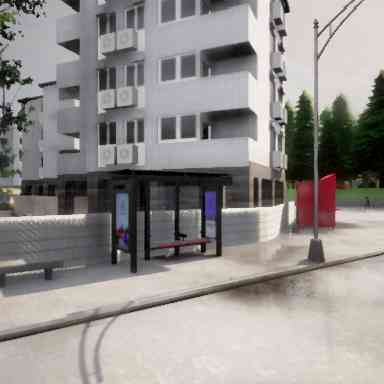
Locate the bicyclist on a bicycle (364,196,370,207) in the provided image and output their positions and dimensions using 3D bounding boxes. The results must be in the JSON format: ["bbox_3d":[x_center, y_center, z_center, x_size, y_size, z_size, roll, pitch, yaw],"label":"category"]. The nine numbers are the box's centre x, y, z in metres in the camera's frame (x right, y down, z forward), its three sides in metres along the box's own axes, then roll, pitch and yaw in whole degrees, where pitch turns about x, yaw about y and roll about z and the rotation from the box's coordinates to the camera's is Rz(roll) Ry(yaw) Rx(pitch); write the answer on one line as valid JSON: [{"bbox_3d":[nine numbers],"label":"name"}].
[{"bbox_3d":[24.677,1.347,46.844,1.656,1.620,0.582,0,0,-35],"label":"bicyclist on a bicycle"}]
